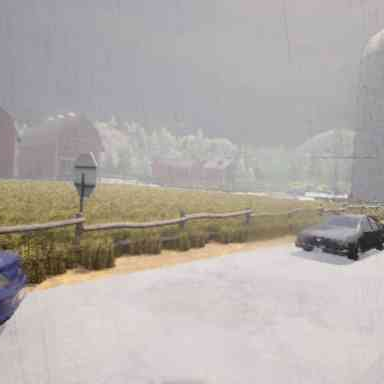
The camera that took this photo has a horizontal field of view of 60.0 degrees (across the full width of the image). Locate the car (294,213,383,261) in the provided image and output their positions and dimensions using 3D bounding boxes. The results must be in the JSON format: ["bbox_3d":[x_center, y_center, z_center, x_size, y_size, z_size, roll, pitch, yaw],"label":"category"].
[{"bbox_3d":[5.956,1.529,12.681,2.033,1.411,5.357,5,3,44],"label":"car"}]

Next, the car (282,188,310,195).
[{"bbox_3d":[25.225,-0.073,80.893,4.611,1.667,2.242,5,3,44],"label":"car"}]

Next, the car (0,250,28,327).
[{"bbox_3d":[-4.599,1.111,4.058,4.674,1.442,1.812,4,1,-16],"label":"car"}]
